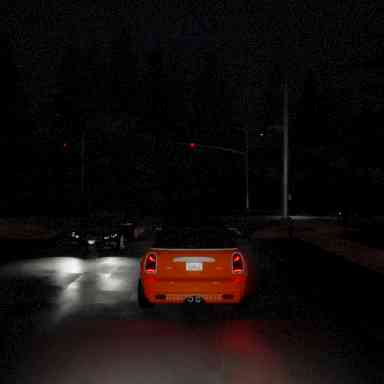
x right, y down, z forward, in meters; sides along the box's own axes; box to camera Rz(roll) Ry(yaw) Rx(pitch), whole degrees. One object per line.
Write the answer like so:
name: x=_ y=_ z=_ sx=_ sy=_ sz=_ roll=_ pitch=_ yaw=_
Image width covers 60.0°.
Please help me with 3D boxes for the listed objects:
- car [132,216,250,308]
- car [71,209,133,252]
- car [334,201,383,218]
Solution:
car: x=0.049 y=1.352 z=8.086 sx=2.097 sy=1.767 sz=4.553 roll=0 pitch=0 yaw=0
car: x=-3.500 y=1.510 z=14.049 sx=1.837 sy=1.490 sz=4.892 roll=1 pitch=0 yaw=0
car: x=14.337 y=1.438 z=27.330 sx=4.718 sy=1.301 sz=1.895 roll=0 pitch=0 yaw=0
